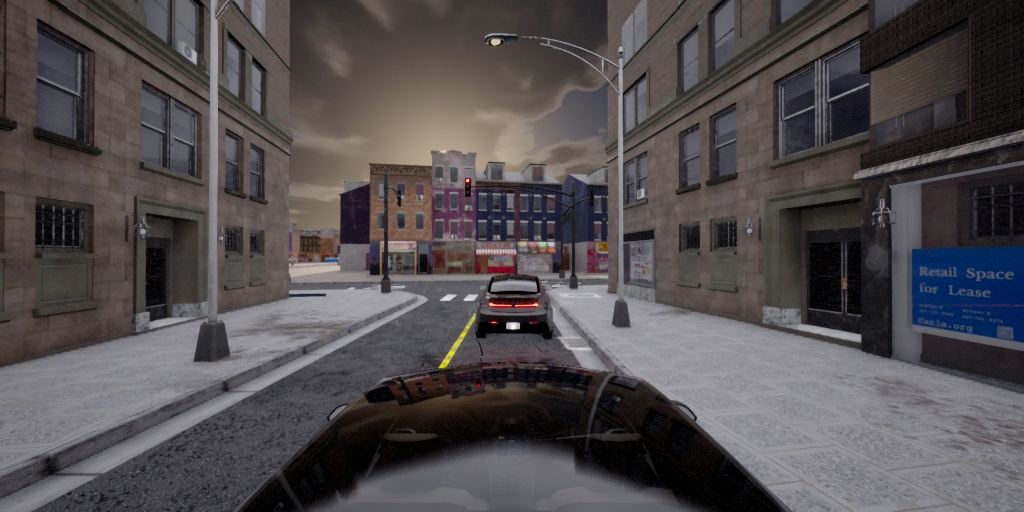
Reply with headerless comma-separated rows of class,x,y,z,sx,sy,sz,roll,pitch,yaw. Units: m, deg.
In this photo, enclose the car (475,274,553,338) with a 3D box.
car,0.096,1.256,10.129,1.837,1.490,4.892,0,0,2
